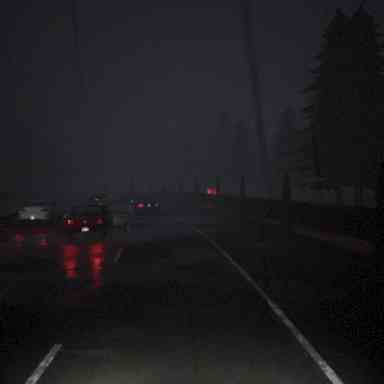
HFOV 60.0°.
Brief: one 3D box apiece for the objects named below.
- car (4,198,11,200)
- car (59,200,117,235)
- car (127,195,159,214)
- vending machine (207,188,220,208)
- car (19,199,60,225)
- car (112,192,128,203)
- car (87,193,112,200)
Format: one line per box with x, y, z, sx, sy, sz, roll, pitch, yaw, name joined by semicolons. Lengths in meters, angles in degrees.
-28.982;0.581;52.162;1.882;1.535;5.008;0;1;-24;car
-5.055;1.308;16.776;1.895;1.301;4.718;0;1;-10;car
-3.997;1.056;28.108;2.033;1.411;5.357;0;1;-15;car
2.214;0.582;34.944;1.100;2.100;0.880;0;1;-18;vending machine
-9.458;1.163;20.946;1.812;1.442;4.674;0;1;-12;car
-9.278;0.733;42.843;1.882;1.535;5.008;0;1;-23;car
-9.833;0.901;34.768;1.837;1.490;4.892;0;1;-19;car
